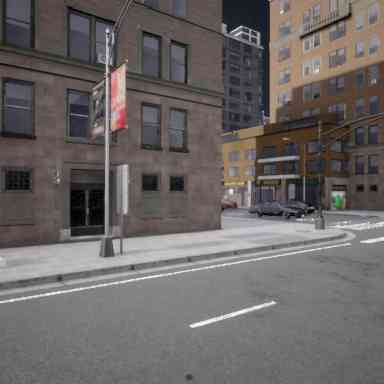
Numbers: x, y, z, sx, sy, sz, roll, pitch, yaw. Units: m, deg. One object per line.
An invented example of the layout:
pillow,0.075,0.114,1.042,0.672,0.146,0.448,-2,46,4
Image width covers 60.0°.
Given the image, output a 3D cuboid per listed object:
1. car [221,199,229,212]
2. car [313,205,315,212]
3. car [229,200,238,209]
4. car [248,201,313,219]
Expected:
car,1.631,1.591,37.366,1.895,1.301,4.718,0,0,-35
car,10.530,1.580,34.284,1.947,1.339,4.313,0,0,-35
car,4.168,1.593,43.286,1.802,1.307,4.206,0,0,-35
car,7.413,1.540,29.157,2.033,1.411,5.357,0,0,-37
